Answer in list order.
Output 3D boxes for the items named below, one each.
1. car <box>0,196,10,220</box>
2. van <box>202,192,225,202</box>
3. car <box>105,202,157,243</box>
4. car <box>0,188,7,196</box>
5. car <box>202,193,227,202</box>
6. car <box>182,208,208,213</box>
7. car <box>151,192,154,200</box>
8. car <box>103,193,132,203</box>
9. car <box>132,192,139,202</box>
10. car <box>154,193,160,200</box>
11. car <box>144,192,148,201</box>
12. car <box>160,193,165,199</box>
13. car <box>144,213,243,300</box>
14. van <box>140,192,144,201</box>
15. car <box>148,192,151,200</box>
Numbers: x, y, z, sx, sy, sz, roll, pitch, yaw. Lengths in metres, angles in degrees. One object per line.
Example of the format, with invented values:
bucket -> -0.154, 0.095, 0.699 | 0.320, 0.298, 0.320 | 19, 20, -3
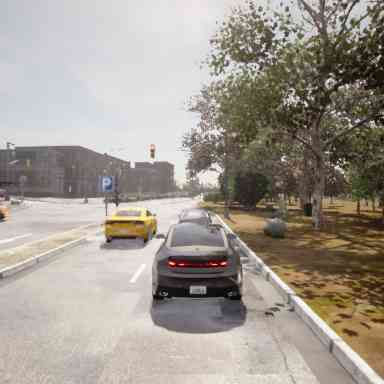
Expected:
car -> -16.627, 1.404, 25.473 | 4.553, 1.767, 2.185 | -1, 0, -19
van -> 4.283, 1.043, 65.874 | 4.442, 1.987, 1.878 | 1, 0, -14
car -> -2.856, 1.500, 16.374 | 1.882, 1.535, 5.008 | 0, 0, 0
car -> -31.165, 0.137, 54.147 | 2.002, 1.452, 4.674 | 6, -3, -19
car -> 4.667, 1.142, 68.843 | 4.553, 1.767, 2.185 | 1, 0, -14
car -> 0.156, 1.572, 18.099 | 2.033, 1.411, 5.357 | 0, 0, 1
car -> -12.268, 1.359, 81.231 | 4.674, 1.452, 2.002 | -1, 0, -13
car -> -14.444, 1.359, 63.279 | 4.792, 1.488, 2.163 | -1, 0, -15
car -> -13.800, 1.316, 66.271 | 5.366, 1.575, 1.946 | -1, 0, -15
car -> -11.453, 1.358, 87.213 | 4.674, 1.452, 2.002 | -1, 0, -12
car -> -13.013, 1.322, 75.234 | 4.892, 1.521, 2.231 | -1, 0, -14
car -> -11.003, 1.065, 90.220 | 5.566, 2.045, 2.435 | -1, 0, -12
car -> 0.109, 1.514, 8.397 | 1.837, 1.490, 4.892 | 0, 0, 0
van -> -13.241, 1.093, 72.263 | 4.442, 1.987, 1.878 | -1, 0, -14
car -> -12.640, 1.360, 78.230 | 4.674, 1.452, 2.002 | -1, 0, -13
